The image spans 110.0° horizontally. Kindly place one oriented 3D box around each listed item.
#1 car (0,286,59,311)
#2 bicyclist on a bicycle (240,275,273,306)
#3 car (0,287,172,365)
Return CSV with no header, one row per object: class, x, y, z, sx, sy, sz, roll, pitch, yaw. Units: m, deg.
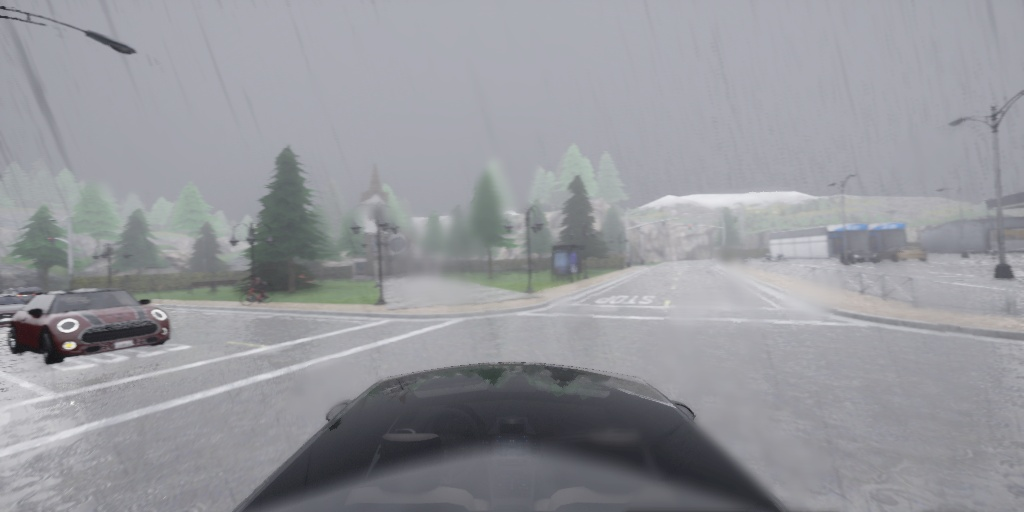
car,-34.856,2.975,25.620,4.902,1.511,2.128,-3,-1,27
bicyclist on a bicycle,-13.708,1.816,19.268,0.582,1.620,1.656,-3,0,27
car,-11.536,1.678,9.810,4.553,1.767,2.097,-3,-1,27
